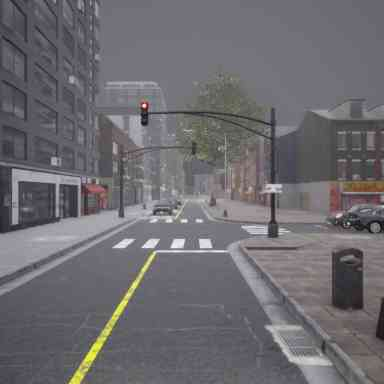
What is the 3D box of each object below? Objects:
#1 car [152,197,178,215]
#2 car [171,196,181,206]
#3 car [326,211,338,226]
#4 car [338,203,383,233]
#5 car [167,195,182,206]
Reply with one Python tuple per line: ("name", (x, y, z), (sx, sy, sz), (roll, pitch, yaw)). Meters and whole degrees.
("car", (-2.878, 1.554, 34.073), (2.033, 1.411, 5.357), (0, 0, 0))
("car", (-2.881, 1.504, 44.513), (2.128, 1.511, 4.902), (0, 0, 0))
("car", (10.910, 1.515, 21.675), (4.097, 1.590, 1.967), (0, 0, 0))
("car", (11.387, 1.574, 19.034), (4.892, 1.490, 1.837), (0, 0, 0))
("car", (-2.874, 1.375, 55.604), (2.097, 1.767, 4.553), (0, 0, 0))
